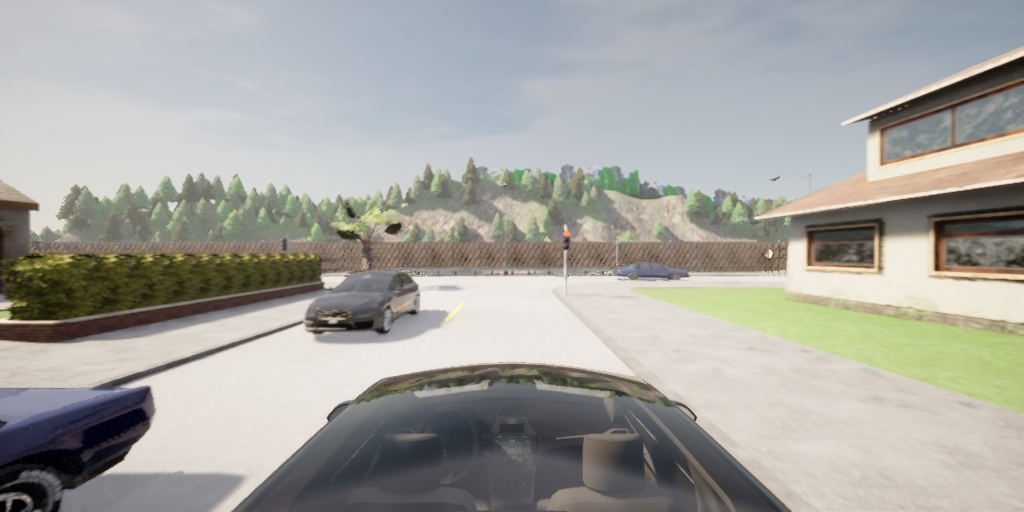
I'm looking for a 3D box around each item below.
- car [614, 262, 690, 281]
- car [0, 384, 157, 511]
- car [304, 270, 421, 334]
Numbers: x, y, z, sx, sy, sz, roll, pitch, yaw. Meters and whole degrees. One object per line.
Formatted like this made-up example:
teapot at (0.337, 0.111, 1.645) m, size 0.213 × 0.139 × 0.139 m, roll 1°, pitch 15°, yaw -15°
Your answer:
car at (10.589, 1.142, 27.450) m, size 5.357 × 1.411 × 2.033 m, roll 0°, pitch 0°, yaw 10°
car at (-4.084, 1.356, 0.896) m, size 1.895 × 1.301 × 4.718 m, roll 0°, pitch 0°, yaw 0°
car at (-4.004, 1.204, 10.451) m, size 1.837 × 1.490 × 4.892 m, roll 0°, pitch 0°, yaw 0°
